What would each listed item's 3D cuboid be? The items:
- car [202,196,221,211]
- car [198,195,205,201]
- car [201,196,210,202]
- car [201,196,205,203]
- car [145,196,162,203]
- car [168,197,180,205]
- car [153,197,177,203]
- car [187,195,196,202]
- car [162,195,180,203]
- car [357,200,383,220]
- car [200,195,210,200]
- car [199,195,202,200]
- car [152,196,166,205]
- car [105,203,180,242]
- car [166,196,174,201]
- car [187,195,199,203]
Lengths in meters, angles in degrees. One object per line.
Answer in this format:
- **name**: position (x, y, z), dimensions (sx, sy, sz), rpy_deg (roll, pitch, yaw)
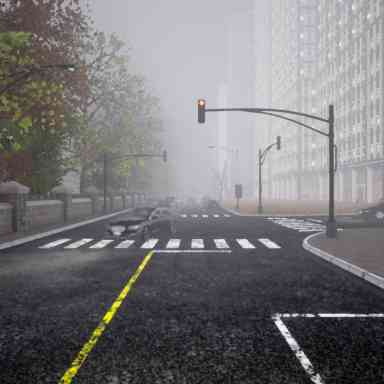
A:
- **car**: position (2.656, 1.587, 41.563), dimensions (1.947, 1.339, 4.313), rpy_deg (0, 0, 0)
- **car**: position (2.614, 1.642, 92.254), dimensions (2.008, 1.369, 4.403), rpy_deg (0, 0, 0)
- **car**: position (3.085, 1.590, 76.875), dimensions (1.812, 1.442, 4.674), rpy_deg (0, 0, 0)
- **car**: position (2.652, 1.592, 47.195), dimensions (1.947, 1.339, 4.313), rpy_deg (0, 0, 0)
- **car**: position (-5.729, 1.608, 47.188), dimensions (1.802, 1.307, 4.206), rpy_deg (0, 0, 0)
- **car**: position (-3.121, 1.565, 59.093), dimensions (1.812, 1.442, 4.674), rpy_deg (0, 0, 0)
- **car**: position (-3.131, 1.583, 39.228), dimensions (1.994, 1.385, 4.181), rpy_deg (0, 0, 0)
- **car**: position (-0.066, 1.482, 78.847), dimensions (2.033, 1.411, 5.357), rpy_deg (0, 0, 0)
- **car**: position (-3.135, 1.379, 48.781), dimensions (2.097, 1.767, 4.553), rpy_deg (0, 0, 0)
- **car**: position (14.925, 1.234, 24.786), dimensions (4.892, 1.490, 1.837), rpy_deg (-2, 0, 0)
- **car**: position (2.647, 1.597, 52.828), dimensions (1.947, 1.339, 4.313), rpy_deg (0, 0, 0)
- **car**: position (3.055, 1.406, 69.845), dimensions (2.097, 1.767, 4.553), rpy_deg (0, 0, 0)
- **car**: position (-5.737, 1.478, 58.454), dimensions (1.967, 1.590, 4.097), rpy_deg (0, 0, 0)
- **car**: position (-2.311, 1.496, 16.450), dimensions (2.128, 1.511, 4.902), rpy_deg (-1, 0, 22)
- **car**: position (-5.762, 1.626, 86.615), dimensions (1.887, 1.381, 4.507), rpy_deg (0, 0, 0)
- **car**: position (-0.059, 1.578, 69.263), dimensions (1.812, 1.442, 4.674), rpy_deg (0, 0, 0)
